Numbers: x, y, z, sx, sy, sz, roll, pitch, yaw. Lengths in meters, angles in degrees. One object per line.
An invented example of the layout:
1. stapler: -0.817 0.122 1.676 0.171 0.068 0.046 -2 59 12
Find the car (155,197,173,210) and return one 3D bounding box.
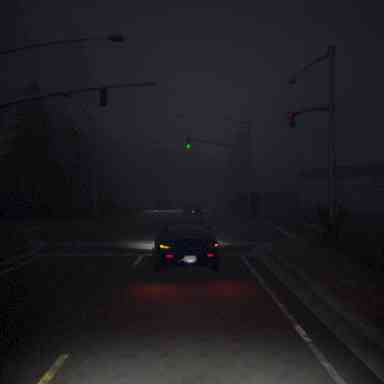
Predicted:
1. car: -3.508 1.472 41.952 1.837 1.490 4.892 0 0 1

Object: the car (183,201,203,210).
1. car: 0.103 1.573 34.253 1.895 1.301 4.718 0 0 0

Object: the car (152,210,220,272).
1. car: -0.299 1.517 10.657 1.812 1.442 4.674 0 0 -6

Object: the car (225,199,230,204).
1. car: 8.190 1.458 58.844 4.892 1.490 1.837 0 0 -12
